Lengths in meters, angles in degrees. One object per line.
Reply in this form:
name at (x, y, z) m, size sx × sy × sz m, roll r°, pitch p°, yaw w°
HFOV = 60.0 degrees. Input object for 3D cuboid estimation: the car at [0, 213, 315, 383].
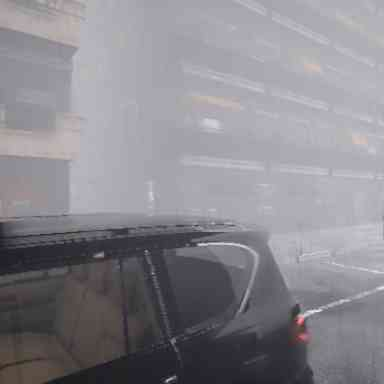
car at (-1.629, 1.221, 1.910) m, size 5.566 × 2.045 × 2.150 m, roll 0°, pitch 0°, yaw -35°
